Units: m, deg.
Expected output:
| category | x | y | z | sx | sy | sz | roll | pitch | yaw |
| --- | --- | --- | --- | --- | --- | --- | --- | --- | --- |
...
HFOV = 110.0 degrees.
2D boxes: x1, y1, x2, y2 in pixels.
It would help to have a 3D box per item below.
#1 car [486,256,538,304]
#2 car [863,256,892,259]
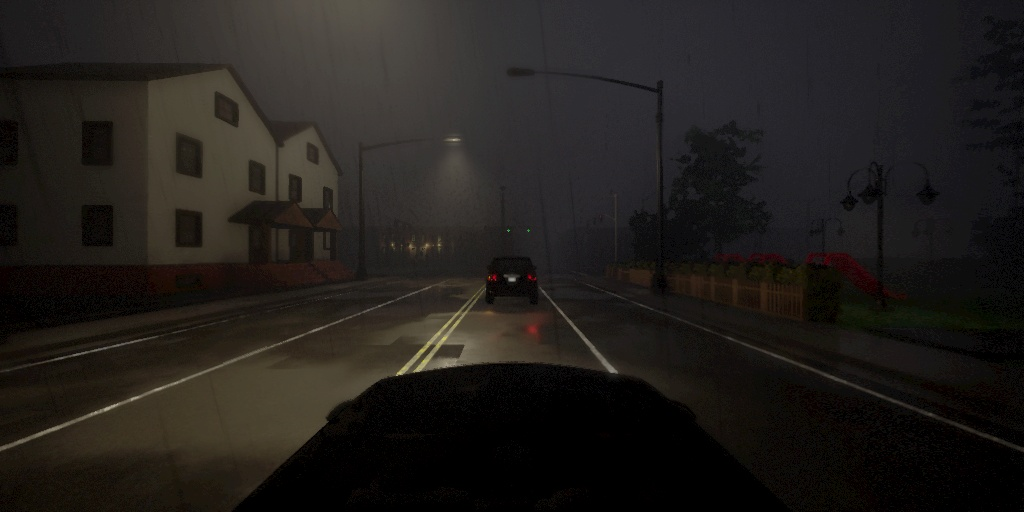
| category | x | y | z | sx | sy | sz | roll | pitch | yaw |
| --- | --- | --- | --- | --- | --- | --- | --- | --- | --- |
| car | 0.000 | 1.006 | 16.530 | 2.150 | 2.045 | 5.566 | 0 | 0 | 0 |
| car | 40.873 | 1.115 | 42.034 | 4.553 | 1.767 | 2.097 | 0 | 0 | 0 |
